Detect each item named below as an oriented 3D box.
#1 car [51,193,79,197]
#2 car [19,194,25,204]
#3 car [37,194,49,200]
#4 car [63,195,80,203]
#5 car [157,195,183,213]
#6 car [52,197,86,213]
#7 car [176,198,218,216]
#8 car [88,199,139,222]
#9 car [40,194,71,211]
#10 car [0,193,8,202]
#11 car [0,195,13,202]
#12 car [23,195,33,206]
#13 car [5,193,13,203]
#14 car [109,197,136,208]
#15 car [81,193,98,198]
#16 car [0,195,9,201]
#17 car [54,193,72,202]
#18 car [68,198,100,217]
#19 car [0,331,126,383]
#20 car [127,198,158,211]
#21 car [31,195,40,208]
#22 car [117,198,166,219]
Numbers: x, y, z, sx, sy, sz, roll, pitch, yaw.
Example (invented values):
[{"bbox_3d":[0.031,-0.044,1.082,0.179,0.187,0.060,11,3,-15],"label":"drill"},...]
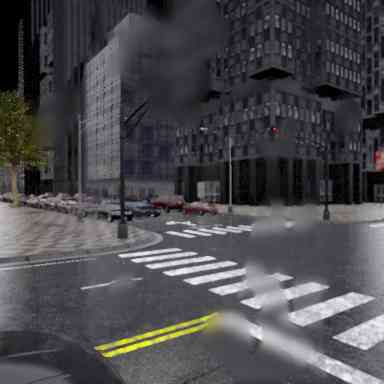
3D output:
[{"bbox_3d":[-17.877,1.348,46.343,2.128,1.511,4.902,0,0,-36],"label":"car"},{"bbox_3d":[-26.274,1.416,53.027,1.947,1.339,4.313,0,0,-36],"label":"car"},{"bbox_3d":[-36.261,1.281,80.902,1.752,1.417,4.829,0,0,-36],"label":"car"},{"bbox_3d":[-22.761,1.358,62.621,1.947,1.339,4.313,0,0,-36],"label":"car"},{"bbox_3d":[-2.664,1.189,35.406,2.192,1.841,5.009,0,0,-36],"label":"car"},{"bbox_3d":[-12.873,1.487,34.881,1.802,1.307,4.206,0,0,-36],"label":"car"},{"bbox_3d":[0.687,1.476,30.871,1.802,1.307,4.206,0,0,-36],"label":"car"},{"bbox_3d":[-6.172,1.508,25.808,1.947,1.339,4.313,0,0,-36],"label":"car"},{"bbox_3d":[-16.223,1.329,39.417,1.967,1.590,4.097,0,0,-36],"label":"car"},{"bbox_3d":[-36.325,1.136,66.636,2.192,1.841,5.009,0,0,-36],"label":"car"},{"bbox_3d":[-39.675,1.377,71.174,1.947,1.339,4.313,0,0,-36],"label":"car"},{"bbox_3d":[-22.822,1.387,48.353,1.752,1.417,4.829,0,0,-36],"label":"car"},{"bbox_3d":[-32.974,1.376,62.100,1.887,1.381,4.507,0,0,-36],"label":"car"},{"bbox_3d":[-9.362,1.406,44.478,1.947,1.339,4.313,0,0,-36],"label":"car"},{"bbox_3d":[-16.062,1.358,53.550,1.887,1.381,4.507,0,0,-36],"label":"car"},{"bbox_3d":[-43.024,1.386,75.709,1.802,1.307,4.206,0,0,-36],"label":"car"},{"bbox_3d":[-26.112,1.098,67.157,2.192,1.841,5.009,0,0,-36],"label":"car"},{"bbox_3d":[-9.523,1.488,30.345,1.947,1.339,4.313,0,0,-36],"label":"car"},{"bbox_3d":[-2.641,1.505,1.540,4.892,1.490,1.837,0,0,-37],"label":"car"},{"bbox_3d":[-6.013,1.423,39.943,1.947,1.339,4.313,0,0,-36],"label":"car"},{"bbox_3d":[-19.573,1.456,43.954,1.802,1.307,4.206,0,0,-36],"label":"car"},{"bbox_3d":[-4.712,1.469,28.467,2.033,1.411,5.357,0,0,-36],"label":"car"}]
